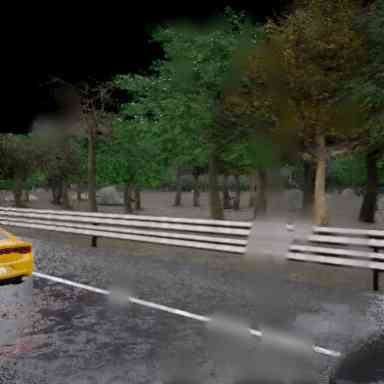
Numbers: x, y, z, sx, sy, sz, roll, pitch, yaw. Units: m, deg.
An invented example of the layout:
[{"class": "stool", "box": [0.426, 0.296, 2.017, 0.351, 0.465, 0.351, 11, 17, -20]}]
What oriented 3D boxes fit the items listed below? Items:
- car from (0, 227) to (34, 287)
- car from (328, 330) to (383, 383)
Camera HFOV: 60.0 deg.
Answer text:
[{"class": "car", "box": [-5.917, 1.449, 8.213, 5.008, 1.535, 1.882, 0, 0, 35]}, {"class": "car", "box": [3.262, 1.508, 1.665, 4.892, 1.490, 1.837, -1, 0, 36]}]
